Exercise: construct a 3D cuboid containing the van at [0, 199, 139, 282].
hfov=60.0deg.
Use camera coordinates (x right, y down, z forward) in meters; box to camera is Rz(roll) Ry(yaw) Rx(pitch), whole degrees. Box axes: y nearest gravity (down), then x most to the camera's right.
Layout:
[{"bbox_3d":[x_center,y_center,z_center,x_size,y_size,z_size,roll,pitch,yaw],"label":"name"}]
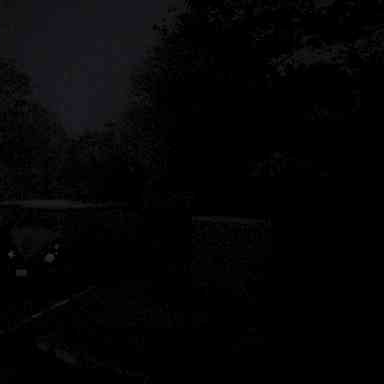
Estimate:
[{"bbox_3d":[-3.191,1.255,9.579,1.878,1.987,4.442,1,-1,16],"label":"van"}]
